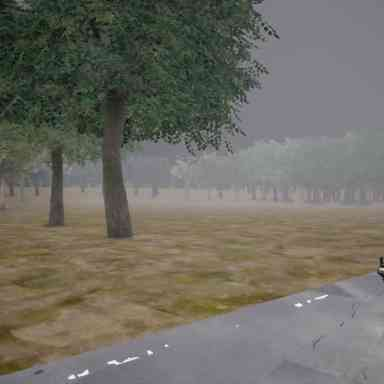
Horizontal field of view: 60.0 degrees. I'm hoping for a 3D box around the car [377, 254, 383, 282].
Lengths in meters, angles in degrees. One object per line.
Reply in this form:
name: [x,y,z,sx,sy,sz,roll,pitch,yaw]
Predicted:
car: [6.404,1.597,7.915,4.718,1.301,1.895,0,0,-35]
